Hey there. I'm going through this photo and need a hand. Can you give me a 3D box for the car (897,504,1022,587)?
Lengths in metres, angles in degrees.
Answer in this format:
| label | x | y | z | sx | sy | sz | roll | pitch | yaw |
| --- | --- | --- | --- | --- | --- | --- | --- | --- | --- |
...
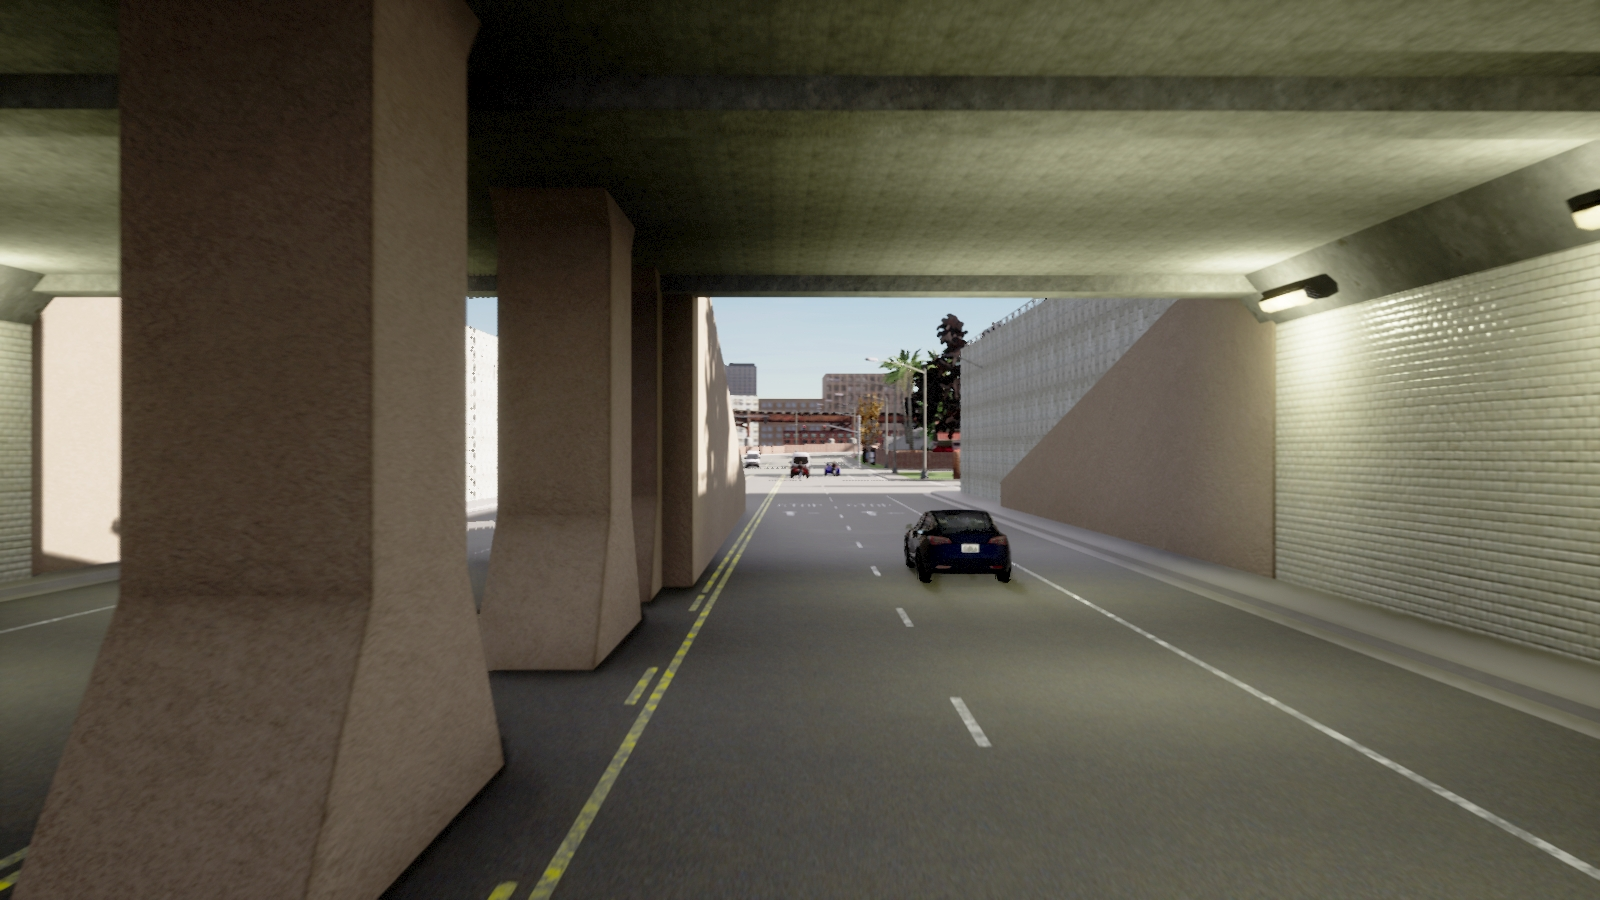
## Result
| label | x | y | z | sx | sy | sz | roll | pitch | yaw |
| --- | --- | --- | --- | --- | --- | --- | --- | --- | --- |
| car | 3.465 | 2.063 | 25.750 | 2.163 | 1.488 | 4.792 | 0 | 0 | 0 |
